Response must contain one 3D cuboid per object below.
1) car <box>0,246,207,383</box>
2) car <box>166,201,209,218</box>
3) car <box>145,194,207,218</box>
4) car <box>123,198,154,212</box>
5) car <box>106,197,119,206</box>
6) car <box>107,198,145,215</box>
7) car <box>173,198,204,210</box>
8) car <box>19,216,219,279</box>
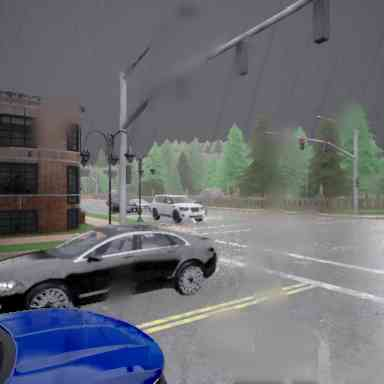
[{"bbox_3d":[-2.481,1.478,1.971,5.008,1.535,1.882,0,0,-36],"label":"car"},{"bbox_3d":[-0.477,1.564,30.789,1.994,1.385,4.181,0,0,-35],"label":"car"},{"bbox_3d":[-1.230,1.221,25.806,2.150,2.045,5.566,0,0,-33],"label":"car"},{"bbox_3d":[-6.349,1.526,39.232,1.812,1.442,4.674,0,0,-35],"label":"car"},{"bbox_3d":[-12.617,1.564,54.574,1.994,1.385,4.181,0,0,-35],"label":"car"},{"bbox_3d":[-6.639,1.564,33.513,1.994,1.385,4.181,0,0,-34],"label":"car"},{"bbox_3d":[-0.545,1.525,43.405,1.812,1.442,4.674,0,0,-35],"label":"car"},{"bbox_3d":[-1.672,1.491,7.081,4.902,1.511,2.128,0,0,-35],"label":"car"}]
